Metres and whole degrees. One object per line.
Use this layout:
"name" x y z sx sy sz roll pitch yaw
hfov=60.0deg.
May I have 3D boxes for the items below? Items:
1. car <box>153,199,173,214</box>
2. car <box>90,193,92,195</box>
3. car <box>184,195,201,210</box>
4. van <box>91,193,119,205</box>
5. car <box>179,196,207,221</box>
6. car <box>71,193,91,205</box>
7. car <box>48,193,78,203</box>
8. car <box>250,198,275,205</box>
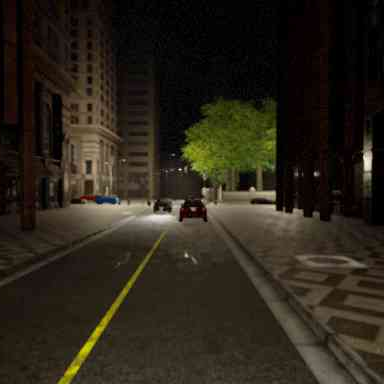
"car" -3.039 1.455 35.444 2.128 1.511 4.902 0 0 0
"car" -20.016 1.166 65.600 5.009 1.841 2.192 0 1 0
"car" 0.080 1.311 42.891 2.097 1.767 4.553 0 0 0
"van" -14.606 1.336 57.051 3.998 1.788 1.690 0 1 0
"car" 0.087 1.319 26.543 2.097 1.767 4.553 0 0 0
"car" -20.047 1.427 57.078 4.097 1.590 1.967 0 1 0
"car" -25.457 1.160 65.625 5.009 1.841 2.192 0 1 0
"car" 12.051 1.611 56.933 4.313 1.339 1.947 0 1 0
